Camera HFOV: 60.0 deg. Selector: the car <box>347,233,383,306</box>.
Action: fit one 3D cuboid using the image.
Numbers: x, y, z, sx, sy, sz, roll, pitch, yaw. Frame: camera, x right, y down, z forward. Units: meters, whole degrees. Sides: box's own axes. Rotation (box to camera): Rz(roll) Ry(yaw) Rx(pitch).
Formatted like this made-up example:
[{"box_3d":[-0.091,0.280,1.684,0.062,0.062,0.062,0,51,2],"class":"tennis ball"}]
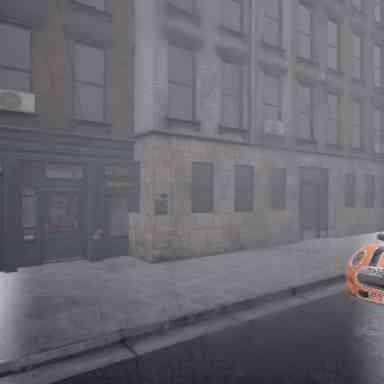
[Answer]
[{"box_3d":[5.373,1.359,7.225,4.553,1.767,2.097,0,0,-36],"class":"car"}]
